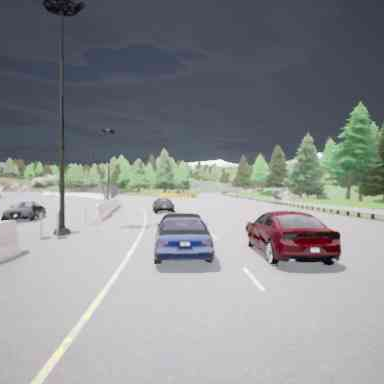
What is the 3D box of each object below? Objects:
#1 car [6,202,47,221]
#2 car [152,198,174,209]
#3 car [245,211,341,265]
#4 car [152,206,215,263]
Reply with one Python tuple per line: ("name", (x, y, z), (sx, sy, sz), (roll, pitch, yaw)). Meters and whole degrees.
("car", (-12.233, 1.407, 24.513), (1.994, 1.385, 4.181), (0, 1, -8))
("car", (-2.882, 1.276, 32.870), (1.994, 1.385, 4.181), (0, 1, -10))
("car", (3.138, 1.372, 11.314), (1.882, 1.535, 5.008), (0, 1, -3))
("car", (-0.353, 1.444, 11.574), (2.033, 1.411, 5.357), (0, 1, -4))
